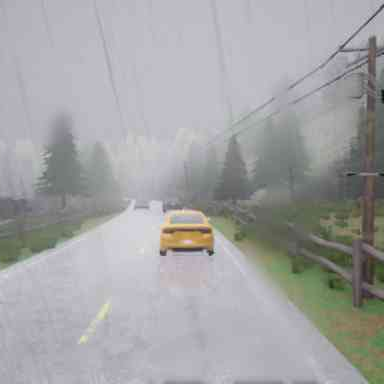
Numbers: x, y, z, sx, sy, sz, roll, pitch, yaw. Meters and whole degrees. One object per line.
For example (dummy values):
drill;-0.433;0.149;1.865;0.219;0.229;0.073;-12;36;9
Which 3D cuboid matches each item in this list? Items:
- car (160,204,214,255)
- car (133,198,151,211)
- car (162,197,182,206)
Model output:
car;-0.250;1.468;13.286;1.882;1.535;5.008;0;0;-2
car;-6.009;1.487;40.073;1.837;1.490;4.892;0;0;-7
car;-2.278;1.328;37.531;2.097;1.767;4.553;0;0;-7
